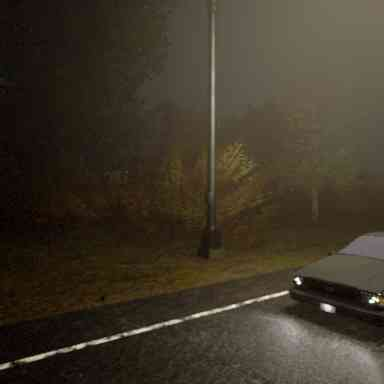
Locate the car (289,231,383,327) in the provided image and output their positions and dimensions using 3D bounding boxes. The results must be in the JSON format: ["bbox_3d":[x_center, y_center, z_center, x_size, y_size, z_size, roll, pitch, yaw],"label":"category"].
[{"bbox_3d":[4.461,1.587,7.176,5.357,1.411,2.033,0,0,-36],"label":"car"}]
